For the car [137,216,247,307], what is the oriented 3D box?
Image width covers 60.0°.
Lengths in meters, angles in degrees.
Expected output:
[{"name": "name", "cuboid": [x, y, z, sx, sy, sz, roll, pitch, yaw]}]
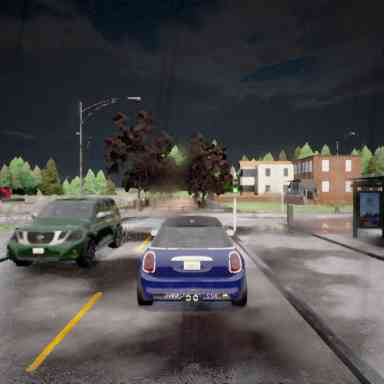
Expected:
[{"name": "car", "cuboid": [0.010, 1.352, 8.154, 2.097, 1.767, 4.553, 0, 0, 0]}]

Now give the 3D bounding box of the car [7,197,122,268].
[{"name": "car", "cuboid": [-4.027, 1.221, 11.678, 2.150, 2.045, 5.566, 0, 0, 2]}]
